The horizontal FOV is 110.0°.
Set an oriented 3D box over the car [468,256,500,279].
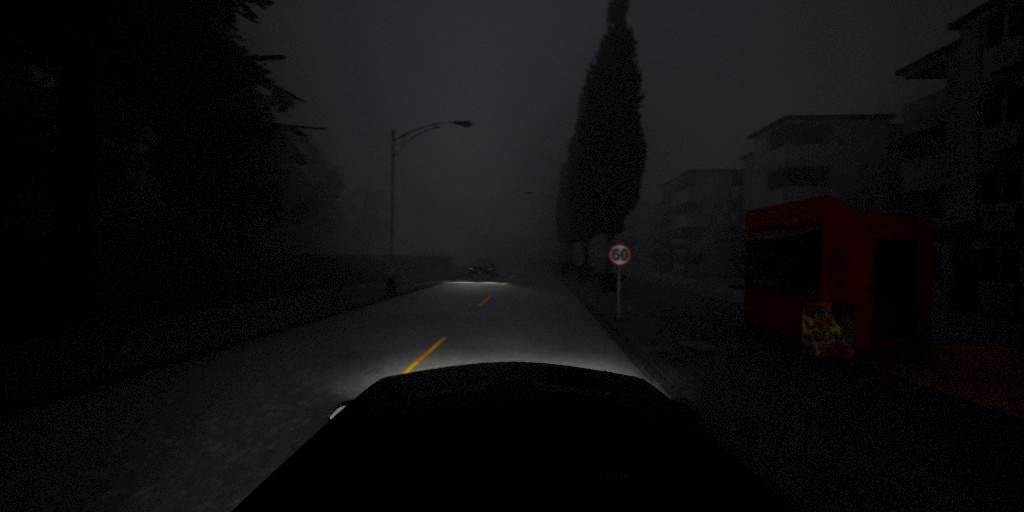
[{"bbox_3d":[-2.171,0.910,28.239,1.812,1.442,4.674,1,0,4],"label":"car"}]
